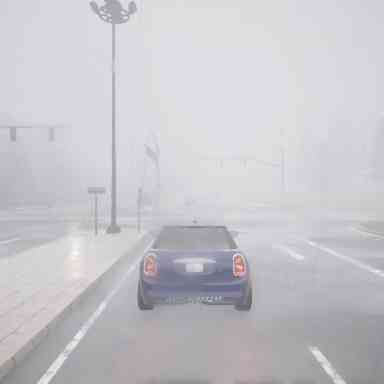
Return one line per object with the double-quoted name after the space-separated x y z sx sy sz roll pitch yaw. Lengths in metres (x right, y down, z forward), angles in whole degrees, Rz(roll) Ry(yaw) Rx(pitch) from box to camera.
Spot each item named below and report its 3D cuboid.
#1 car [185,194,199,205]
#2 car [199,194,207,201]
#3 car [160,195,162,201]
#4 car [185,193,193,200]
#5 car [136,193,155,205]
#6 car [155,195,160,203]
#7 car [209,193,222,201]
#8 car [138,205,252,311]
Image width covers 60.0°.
-0.210 1.526 54.766 1.812 1.442 4.674 0 0 -1 "car"
2.775 1.513 85.331 1.812 1.442 4.674 0 0 -1 "car"
-8.729 1.497 85.468 1.837 1.490 4.892 0 0 -1 "car"
-0.899 1.189 95.625 2.150 2.045 5.566 0 0 -1 "car"
-8.346 1.222 58.029 2.150 2.045 5.566 0 0 -1 "car"
-8.485 1.500 71.011 1.837 1.490 4.892 0 0 -1 "car"
6.280 1.215 85.063 2.150 2.045 5.566 0 0 -1 "car"
0.063 1.352 7.946 2.097 1.767 4.553 0 0 0 "car"
